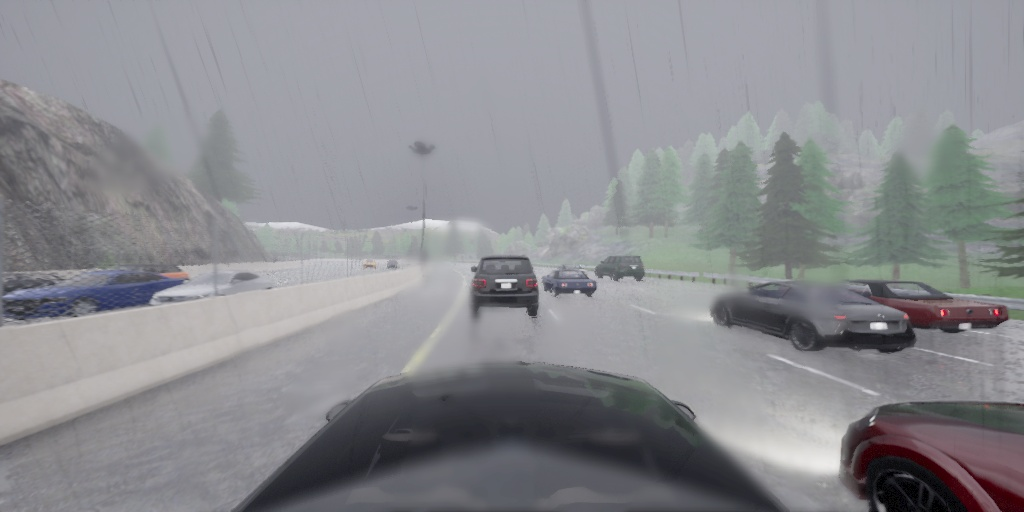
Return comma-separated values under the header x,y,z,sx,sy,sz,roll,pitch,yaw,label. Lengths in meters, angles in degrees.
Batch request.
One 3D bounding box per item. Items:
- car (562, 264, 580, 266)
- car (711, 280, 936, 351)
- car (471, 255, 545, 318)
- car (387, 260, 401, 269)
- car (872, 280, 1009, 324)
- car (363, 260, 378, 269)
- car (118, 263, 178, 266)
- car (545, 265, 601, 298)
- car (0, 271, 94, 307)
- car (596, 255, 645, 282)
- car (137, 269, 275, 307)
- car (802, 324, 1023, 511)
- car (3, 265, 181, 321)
x,y,z,sx,sy,sz,roll,pitch,yaw,label
4.879,1.348,30.951,1.895,1.301,4.718,0,0,-8,car
6.866,1.301,8.802,1.994,1.385,4.181,0,0,-2,car
-0.333,0.975,13.264,2.150,2.045,5.566,0,0,-3,car
-19.096,1.355,57.939,1.837,1.490,4.892,0,0,-17,car
10.325,1.330,10.466,1.895,1.301,4.718,0,0,-2,car
-22.440,1.319,56.907,1.882,1.535,5.008,0,0,-17,car
-18.418,1.147,17.596,2.097,1.767,4.553,0,0,-5,car
2.783,1.349,18.552,1.895,1.301,4.718,0,0,-5,car
-21.735,1.403,15.558,1.895,1.301,4.718,0,0,-5,car
8.670,0.960,29.128,2.150,2.045,5.566,0,0,-7,car
-11.086,1.303,13.767,1.812,1.442,4.674,0,0,-4,car
3.523,1.306,1.017,1.994,1.385,4.181,0,0,0,car
-14.546,1.263,12.934,1.882,1.535,5.008,0,0,-4,car
